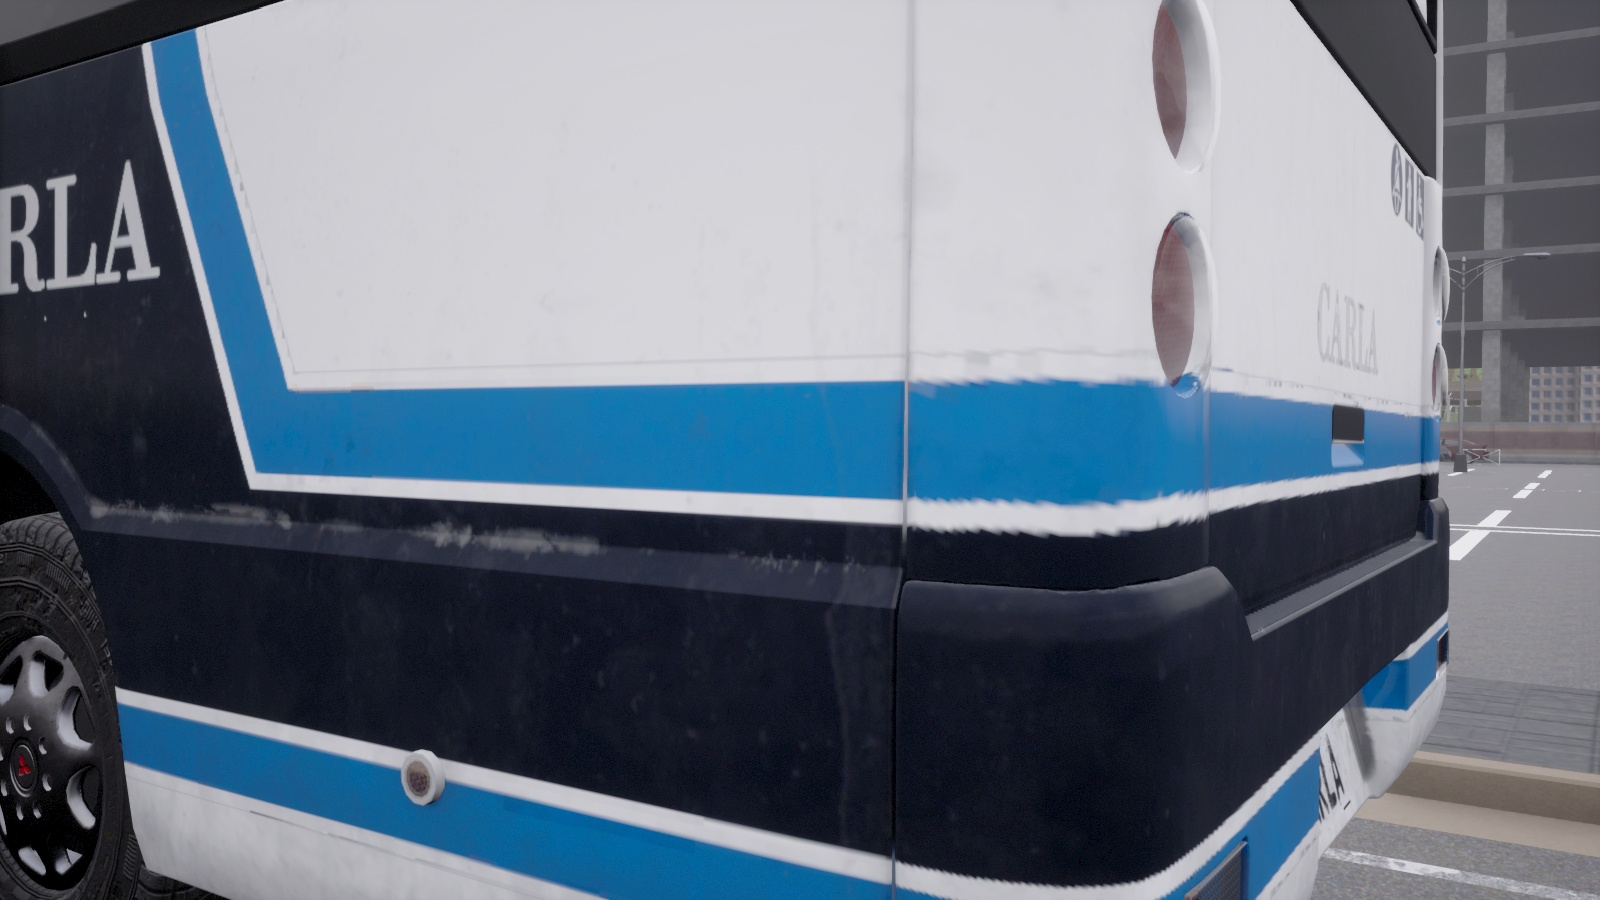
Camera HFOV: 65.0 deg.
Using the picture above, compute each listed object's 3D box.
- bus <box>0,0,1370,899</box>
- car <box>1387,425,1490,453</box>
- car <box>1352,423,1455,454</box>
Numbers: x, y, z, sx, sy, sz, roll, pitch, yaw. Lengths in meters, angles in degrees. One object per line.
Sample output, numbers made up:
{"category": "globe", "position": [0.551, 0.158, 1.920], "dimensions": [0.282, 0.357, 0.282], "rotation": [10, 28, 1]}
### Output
{"category": "bus", "position": [-3.296, -0.694, 5.768], "dimensions": [10.273, 4.253, 3.944], "rotation": [0, 1, 33]}
{"category": "car", "position": [35.835, -0.633, 70.471], "dimensions": [5.008, 1.535, 1.882], "rotation": [0, 1, 32]}
{"category": "car", "position": [32.761, -0.622, 68.256], "dimensions": [4.856, 1.649, 2.033], "rotation": [0, 1, 32]}
